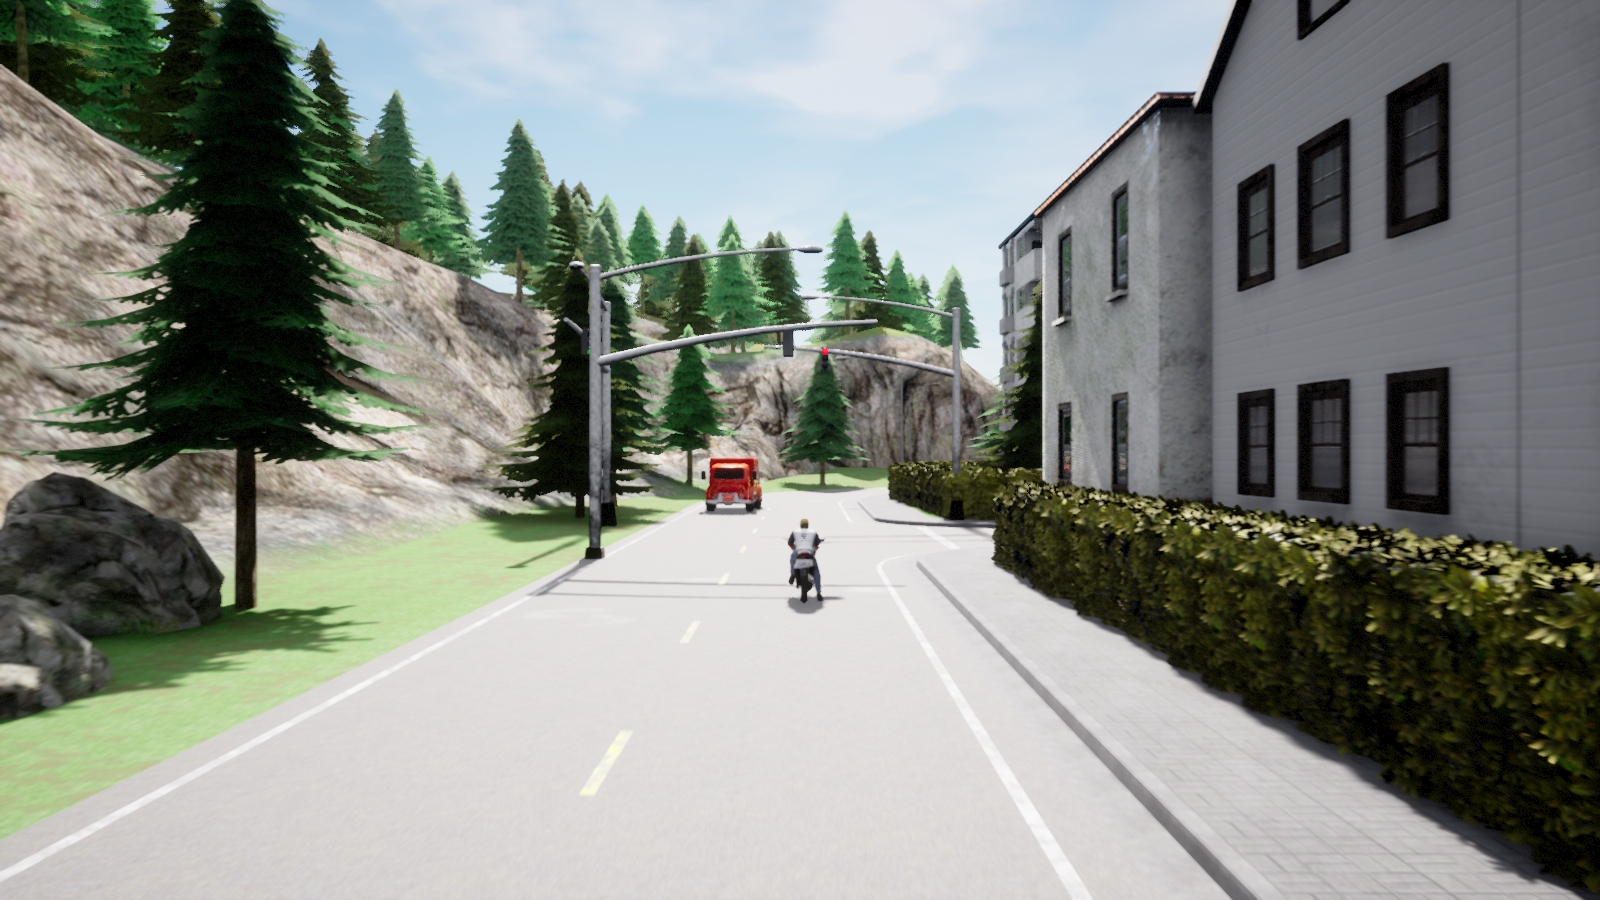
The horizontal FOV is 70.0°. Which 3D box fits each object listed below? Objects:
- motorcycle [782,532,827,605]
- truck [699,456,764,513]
[{"bbox_3d":[0.084,2.193,21.461,0.803,1.145,2.033,0,0,0],"label":"motorcycle"},{"bbox_3d":[-3.134,1.547,53.375,2.627,2.467,5.204,0,0,1],"label":"truck"}]
